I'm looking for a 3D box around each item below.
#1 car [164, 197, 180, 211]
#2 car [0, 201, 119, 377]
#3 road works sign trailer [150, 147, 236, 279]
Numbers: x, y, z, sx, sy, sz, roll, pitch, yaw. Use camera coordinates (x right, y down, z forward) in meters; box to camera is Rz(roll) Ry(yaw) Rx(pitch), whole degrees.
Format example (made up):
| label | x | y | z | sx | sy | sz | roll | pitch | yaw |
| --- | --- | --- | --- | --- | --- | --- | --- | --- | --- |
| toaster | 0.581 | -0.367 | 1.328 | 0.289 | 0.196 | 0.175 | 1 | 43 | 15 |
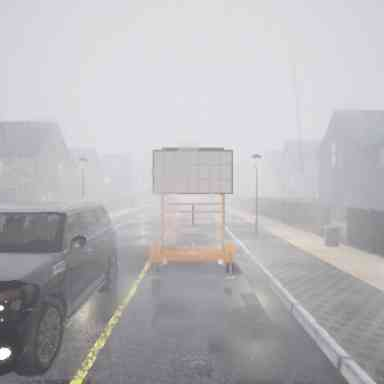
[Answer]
| label | x | y | z | sx | sy | sz | roll | pitch | yaw |
| --- | --- | --- | --- | --- | --- | --- | --- | --- | --- |
| car | -2.650 | 1.445 | 42.824 | 2.097 | 1.767 | 4.553 | 0 | 0 | 0 |
| car | -2.839 | 1.221 | 5.936 | 2.150 | 2.045 | 5.566 | 0 | 0 | 0 |
| road works sign trailer | 0.029 | 0.465 | 10.062 | 2.380 | 3.560 | 2.880 | 0 | 0 | 1 |
